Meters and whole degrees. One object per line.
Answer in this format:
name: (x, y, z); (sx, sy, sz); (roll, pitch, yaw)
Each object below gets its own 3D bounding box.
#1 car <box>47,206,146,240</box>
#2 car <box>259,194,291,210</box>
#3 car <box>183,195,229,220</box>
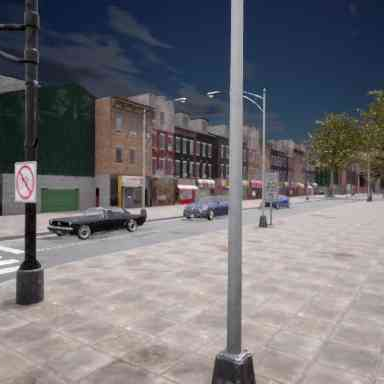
car: (-4.503, 1.408, 16.245); (1.895, 1.301, 4.718); (1, 1, 35)
car: (8.701, 0.993, 34.716); (1.882, 1.535, 5.008); (1, 1, 36)
car: (1.324, 1.024, 24.401); (2.097, 1.767, 4.553); (1, 1, 36)
